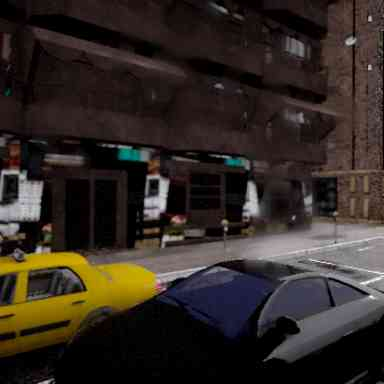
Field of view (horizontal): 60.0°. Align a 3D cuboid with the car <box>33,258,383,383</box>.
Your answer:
[{"bbox_3d":[0.662,1.553,3.849,4.181,1.385,1.994,0,0,-35],"label":"car"}]

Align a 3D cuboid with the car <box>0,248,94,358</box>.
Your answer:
[{"bbox_3d":[-2.695,1.524,4.621,4.829,1.417,1.752,0,1,-35],"label":"car"}]
